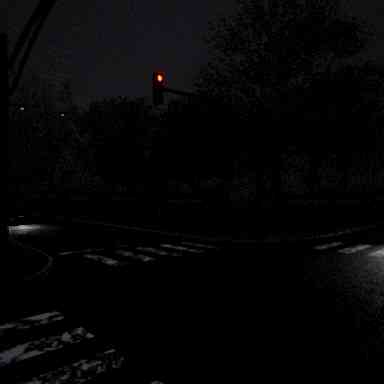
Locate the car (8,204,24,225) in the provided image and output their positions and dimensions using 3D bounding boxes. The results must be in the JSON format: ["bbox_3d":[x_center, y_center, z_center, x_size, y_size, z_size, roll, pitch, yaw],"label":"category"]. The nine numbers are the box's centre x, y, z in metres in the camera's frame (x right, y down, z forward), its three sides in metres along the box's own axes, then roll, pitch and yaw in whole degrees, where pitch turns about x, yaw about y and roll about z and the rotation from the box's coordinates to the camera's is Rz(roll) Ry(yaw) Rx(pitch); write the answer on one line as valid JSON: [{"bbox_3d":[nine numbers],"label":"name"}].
[{"bbox_3d":[-13.734,1.609,24.204,1.837,1.490,4.892,0,0,-42],"label":"car"}]
